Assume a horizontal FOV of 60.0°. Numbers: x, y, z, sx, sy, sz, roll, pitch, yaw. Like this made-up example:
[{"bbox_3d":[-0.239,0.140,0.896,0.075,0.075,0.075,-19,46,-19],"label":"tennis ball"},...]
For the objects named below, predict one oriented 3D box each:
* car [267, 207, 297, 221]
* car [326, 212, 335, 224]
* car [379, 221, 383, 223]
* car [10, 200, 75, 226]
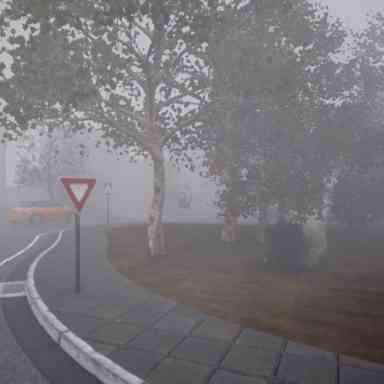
[{"bbox_3d":[12.264,3.057,44.778,5.566,2.045,2.150,5,-3,-37],"label":"car"},{"bbox_3d":[21.510,3.579,47.931,5.566,2.045,2.150,4,-2,-38],"label":"car"},{"bbox_3d":[30.864,4.408,55.125,4.718,1.301,1.895,3,-2,-37],"label":"car"},{"bbox_3d":[-10.165,1.325,23.337,2.097,1.767,4.553,0,0,27],"label":"car"}]
